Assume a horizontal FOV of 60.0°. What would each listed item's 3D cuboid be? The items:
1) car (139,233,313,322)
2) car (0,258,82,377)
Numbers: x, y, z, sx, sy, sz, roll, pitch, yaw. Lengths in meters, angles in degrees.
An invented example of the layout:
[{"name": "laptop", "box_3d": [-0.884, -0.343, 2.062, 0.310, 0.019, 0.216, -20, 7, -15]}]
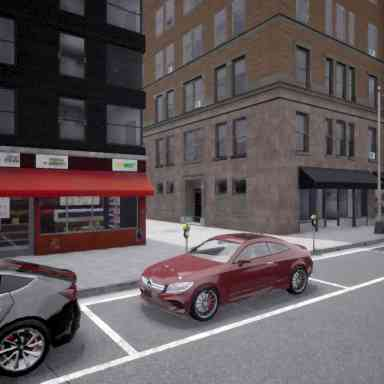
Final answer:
[{"name": "car", "box_3d": [0.915, 1.582, 7.183, 4.206, 1.307, 1.802, 0, 0, -35]}, {"name": "car", "box_3d": [-3.566, 1.566, 3.991, 4.313, 1.339, 1.947, 0, 0, -35]}]
